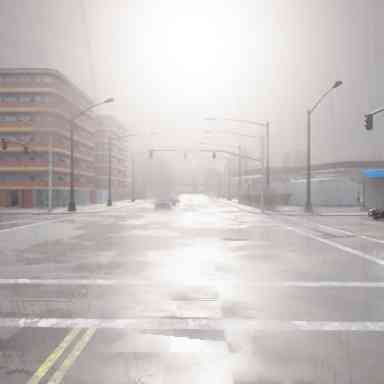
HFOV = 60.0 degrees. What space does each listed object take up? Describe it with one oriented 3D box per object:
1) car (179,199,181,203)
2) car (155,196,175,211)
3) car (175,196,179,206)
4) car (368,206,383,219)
[{"bbox_3d":[-3.464,1.525,67.618,1.812,1.442,4.674,0,0,0],"label":"car"},{"bbox_3d":[-3.569,1.477,41.998,1.882,1.535,5.008,0,0,0],"label":"car"},{"bbox_3d":[-3.553,1.600,53.444,1.895,1.301,4.718,0,0,0],"label":"car"},{"bbox_3d":[16.627,1.505,26.450,4.892,1.490,1.837,0,0,0],"label":"car"}]
